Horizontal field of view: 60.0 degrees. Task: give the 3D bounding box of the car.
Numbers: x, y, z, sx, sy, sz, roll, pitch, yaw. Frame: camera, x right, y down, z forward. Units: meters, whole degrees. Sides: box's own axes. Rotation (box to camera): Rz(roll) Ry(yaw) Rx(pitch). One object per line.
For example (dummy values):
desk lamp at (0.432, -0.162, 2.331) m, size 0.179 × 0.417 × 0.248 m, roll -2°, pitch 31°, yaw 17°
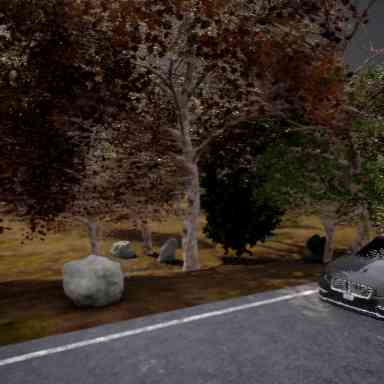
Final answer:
car at (4.761, 1.643, 7.090) m, size 4.892 × 1.490 × 1.837 m, roll 2°, pitch -1°, yaw -33°
